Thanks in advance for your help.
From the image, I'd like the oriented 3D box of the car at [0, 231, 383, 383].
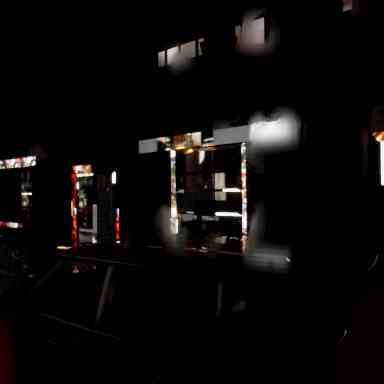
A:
[{"bbox_3d":[-0.340,1.316,3.131,5.009,1.841,2.192,0,-1,35],"label":"car"}]
